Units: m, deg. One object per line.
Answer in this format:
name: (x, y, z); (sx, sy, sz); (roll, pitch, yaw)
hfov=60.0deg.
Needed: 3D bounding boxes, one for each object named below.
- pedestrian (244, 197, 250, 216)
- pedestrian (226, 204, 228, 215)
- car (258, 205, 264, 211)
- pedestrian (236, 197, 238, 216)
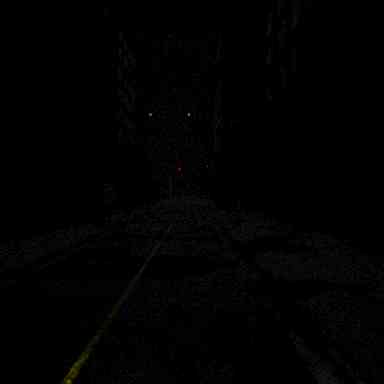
pedestrian: (5.623, 1.463, 33.940); (0.375, 1.860, 0.375); (0, 0, 0)
pedestrian: (3.623, 1.815, 34.539); (0.500, 1.100, 0.500); (0, 0, 0)
car: (11.642, 2.087, 48.134); (4.206, 1.307, 1.802); (1, -1, 0)
pedestrian: (4.623, 1.434, 33.340); (0.375, 1.860, 0.375); (0, 0, 0)
